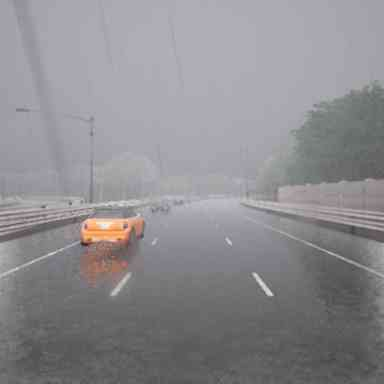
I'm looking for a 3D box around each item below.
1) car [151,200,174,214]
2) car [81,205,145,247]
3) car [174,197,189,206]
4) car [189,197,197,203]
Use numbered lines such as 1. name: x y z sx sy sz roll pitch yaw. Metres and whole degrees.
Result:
1. car: -3.487 1.816 38.557 1.895 1.301 4.718 0 0 1
2. car: -3.509 1.436 15.569 2.097 1.767 4.553 0 0 0
3. car: -2.420 1.725 64.823 2.097 1.767 4.553 0 0 4
4. car: -0.662 2.078 83.532 1.895 1.301 4.718 0 0 7
